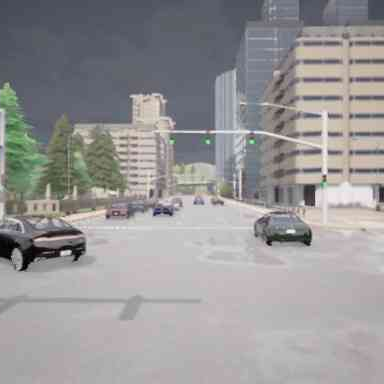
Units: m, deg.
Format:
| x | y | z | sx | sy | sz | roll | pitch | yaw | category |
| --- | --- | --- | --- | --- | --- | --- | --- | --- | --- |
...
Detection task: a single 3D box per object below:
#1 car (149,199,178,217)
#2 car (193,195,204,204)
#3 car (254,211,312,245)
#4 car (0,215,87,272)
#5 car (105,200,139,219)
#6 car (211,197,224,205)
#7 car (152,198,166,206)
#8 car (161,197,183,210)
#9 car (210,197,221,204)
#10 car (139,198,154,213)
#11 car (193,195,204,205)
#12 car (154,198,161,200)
| x | y | z | sx | sy | sz | roll | pitch | yaw | category |
| --- | --- | --- | --- | --- | --- | --- | --- | --- | --- |
| -2.714 | 1.667 | 32.581 | 1.895 | 1.301 | 4.718 | 0 | 0 | 1 | car |
| 1.367 | 1.497 | 69.451 | 2.097 | 1.767 | 4.553 | 0 | 0 | 1 | car |
| 4.145 | 1.598 | 15.725 | 1.994 | 1.385 | 4.181 | 0 | 0 | 2 | car |
| -5.420 | 1.512 | 10.938 | 4.902 | 1.511 | 2.128 | 0 | -1 | 40 | car |
| -6.255 | 1.622 | 29.488 | 1.994 | 1.385 | 4.181 | 0 | 0 | 1 | car |
| 4.745 | 1.727 | 60.087 | 1.895 | 1.301 | 4.718 | 0 | 0 | 1 | car |
| -5.778 | 1.719 | 58.445 | 1.895 | 1.301 | 4.718 | 0 | 0 | 1 | car |
| -2.575 | 1.686 | 41.744 | 1.895 | 1.301 | 4.718 | 0 | 0 | 1 | car |
| 4.867 | 1.683 | 69.435 | 2.033 | 1.411 | 5.357 | 0 | 0 | 1 | car |
| -6.127 | 1.625 | 38.729 | 2.033 | 1.411 | 5.357 | 0 | 0 | 1 | car |
| 1.258 | 1.691 | 61.111 | 1.994 | 1.385 | 4.181 | 0 | 0 | 1 | car |
| -5.951 | 1.575 | 48.459 | 1.882 | 1.535 | 5.008 | 0 | 0 | 1 | car |
